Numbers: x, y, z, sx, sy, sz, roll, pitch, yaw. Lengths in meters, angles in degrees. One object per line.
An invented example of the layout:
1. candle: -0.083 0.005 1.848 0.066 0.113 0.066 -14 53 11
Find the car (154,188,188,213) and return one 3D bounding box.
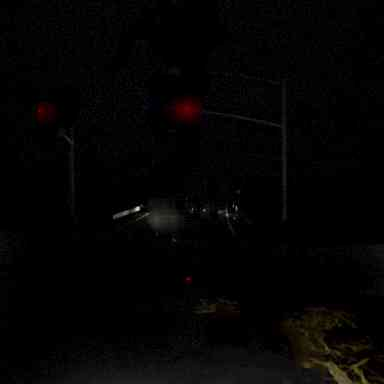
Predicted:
1. car: -2.041 0.811 31.644 2.150 2.045 5.566 0 3 6

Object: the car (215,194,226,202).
1. car: 4.796 1.106 58.387 1.812 1.442 4.674 0 -2 7

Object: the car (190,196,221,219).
1. car: 1.168 1.342 27.520 1.994 1.385 4.181 0 3 5

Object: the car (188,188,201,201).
1. car: -0.421 0.502 46.156 2.150 2.045 5.566 0 0 7

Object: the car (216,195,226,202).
1. car: 6.021 1.357 68.481 1.882 1.535 5.008 0 -1 6
